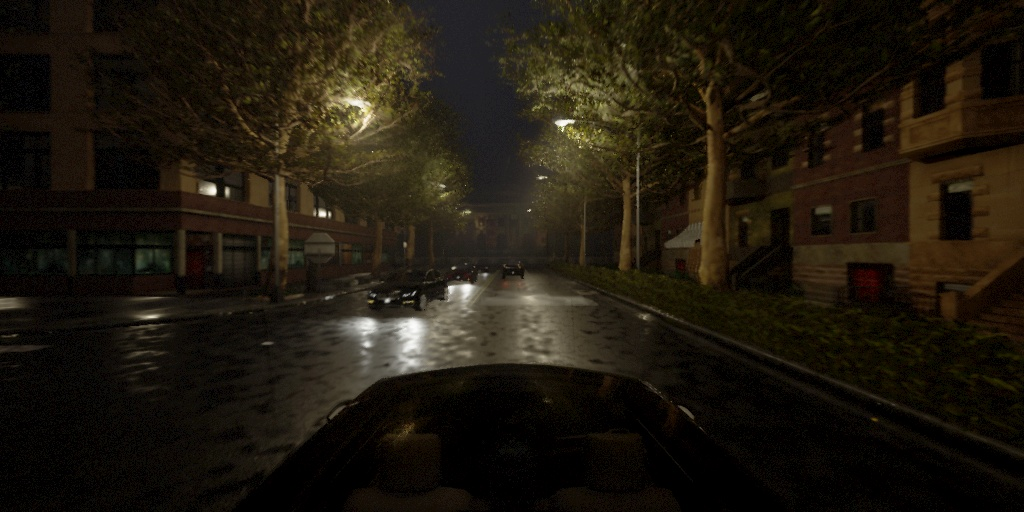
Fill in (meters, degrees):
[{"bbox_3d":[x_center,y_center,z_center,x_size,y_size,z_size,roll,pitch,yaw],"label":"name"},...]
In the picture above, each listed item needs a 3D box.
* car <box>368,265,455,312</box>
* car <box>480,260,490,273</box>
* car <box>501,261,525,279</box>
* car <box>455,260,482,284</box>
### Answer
[{"bbox_3d":[-3.853,1.216,14.125,1.837,1.490,4.892,0,0,5],"label":"car"},{"bbox_3d":[-3.508,1.213,41.958,2.033,1.411,5.357,0,0,0],"label":"car"},{"bbox_3d":[0.094,1.147,31.418,2.128,1.511,4.902,0,0,0],"label":"car"},{"bbox_3d":[-3.586,1.237,26.002,1.994,1.385,4.181,0,0,1],"label":"car"}]
